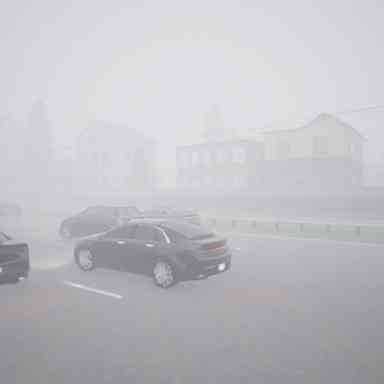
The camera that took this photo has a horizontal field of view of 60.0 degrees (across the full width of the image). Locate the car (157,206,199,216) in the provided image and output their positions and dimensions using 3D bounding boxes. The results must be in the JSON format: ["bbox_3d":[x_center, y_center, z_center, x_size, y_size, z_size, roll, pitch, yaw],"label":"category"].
[{"bbox_3d":[-1.802,1.495,18.180,4.902,1.511,2.128,0,0,36],"label":"car"}]

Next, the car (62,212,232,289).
[{"bbox_3d":[-1.274,1.507,9.201,4.892,1.490,1.837,0,0,36],"label":"car"}]

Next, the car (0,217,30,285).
[{"bbox_3d":[-6.059,1.481,8.319,5.008,1.535,1.882,0,0,36],"label":"car"}]

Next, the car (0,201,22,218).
[{"bbox_3d":[-16.695,1.501,28.810,4.902,1.511,2.128,0,0,36],"label":"car"}]

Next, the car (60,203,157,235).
[{"bbox_3d":[-4.145,1.356,15.553,4.553,1.767,2.097,0,0,36],"label":"car"}]
